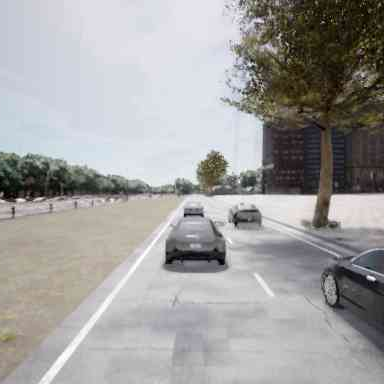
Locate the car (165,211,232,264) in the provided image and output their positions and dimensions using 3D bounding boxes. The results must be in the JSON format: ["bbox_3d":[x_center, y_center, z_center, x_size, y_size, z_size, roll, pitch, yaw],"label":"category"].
[{"bbox_3d":[0.112,1.598,12.016,1.994,1.385,4.181,0,0,0],"label":"car"}]

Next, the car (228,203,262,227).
[{"bbox_3d":[3.631,1.536,23.309,2.128,1.511,4.902,0,0,0],"label":"car"}]

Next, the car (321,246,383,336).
[{"bbox_3d":[3.607,1.528,5.040,1.837,1.490,4.892,0,0,0],"label":"car"}]

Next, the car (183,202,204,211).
[{"bbox_3d":[0.141,1.577,30.235,2.033,1.411,5.357,0,0,0],"label":"car"}]
